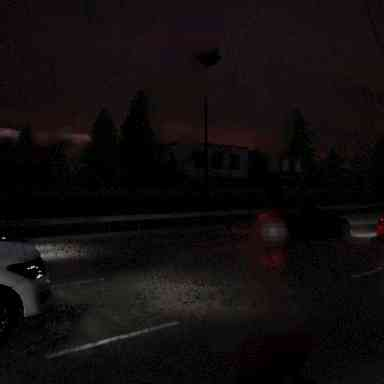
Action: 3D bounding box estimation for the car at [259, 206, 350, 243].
[{"bbox_3d":[5.546,1.463,15.814,4.892,1.490,1.837,0,0,-34],"label":"car"}]

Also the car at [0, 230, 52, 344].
[{"bbox_3d":[-4.949,1.224,4.516,5.566,2.045,2.150,0,0,-34],"label":"car"}]

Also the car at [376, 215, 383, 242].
[{"bbox_3d":[10.235,1.302,14.755,4.553,1.767,2.097,0,0,-34],"label":"car"}]

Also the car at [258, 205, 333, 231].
[{"bbox_3d":[6.488,1.548,20.673,4.718,1.301,1.895,0,0,-34],"label":"car"}]

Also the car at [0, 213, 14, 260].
[{"bbox_3d":[-8.428,1.526,10.614,4.674,1.442,1.812,0,0,-34],"label":"car"}]
